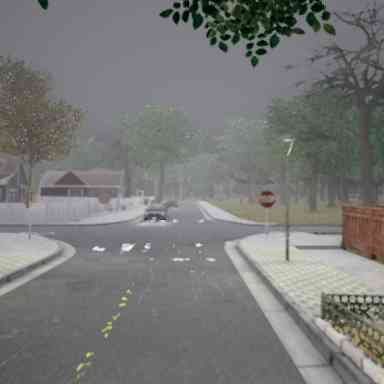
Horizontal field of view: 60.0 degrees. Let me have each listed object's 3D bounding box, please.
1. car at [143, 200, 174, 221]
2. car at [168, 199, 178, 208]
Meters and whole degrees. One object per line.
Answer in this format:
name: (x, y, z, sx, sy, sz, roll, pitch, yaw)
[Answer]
car: (-2.911, 1.645, 28.182, 2.033, 1.411, 5.357, 0, 0, 0)
car: (-3.035, 1.760, 51.108, 2.033, 1.411, 5.357, 0, 0, 0)
